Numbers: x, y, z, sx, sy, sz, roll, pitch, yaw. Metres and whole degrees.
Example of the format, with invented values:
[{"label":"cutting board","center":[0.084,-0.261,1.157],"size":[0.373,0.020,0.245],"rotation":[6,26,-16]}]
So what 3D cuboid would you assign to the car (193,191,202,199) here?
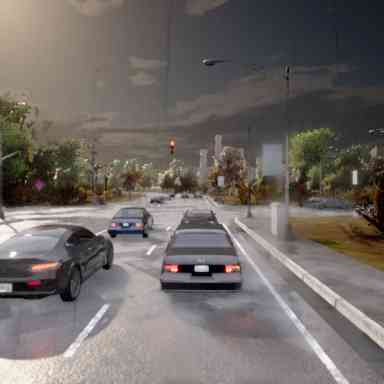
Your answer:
[{"label":"car","center":[1.679,0.978,85.845],"size":[1.812,1.442,4.674],"rotation":[0,1,1]}]

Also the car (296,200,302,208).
[{"label":"car","center":[15.902,1.329,42.457],"size":[5.008,1.535,1.882],"rotation":[0,0,-2]}]

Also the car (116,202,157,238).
[{"label":"car","center":[-3.091,1.505,17.476],"size":[2.033,1.411,5.357],"rotation":[0,0,-2]}]

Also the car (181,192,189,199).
[{"label":"car","center":[-1.826,1.049,85.597],"size":[1.895,1.301,4.718],"rotation":[0,1,1]}]

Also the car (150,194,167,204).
[{"label":"car","center":[-5.992,1.338,56.700],"size":[2.033,1.411,5.357],"rotation":[0,0,1]}]

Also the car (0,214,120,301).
[{"label":"car","center":[-3.281,1.514,8.152],"size":[1.812,1.442,4.674],"rotation":[0,0,1]}]

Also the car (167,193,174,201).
[{"label":"car","center":[-5.594,1.209,71.950],"size":[1.812,1.442,4.674],"rotation":[0,1,1]}]

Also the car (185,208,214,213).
[{"label":"car","center":[0.414,1.554,18.539],"size":[1.895,1.301,4.718],"rotation":[0,0,2]}]

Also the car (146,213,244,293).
[{"label":"car","center":[0.228,1.534,8.989],"size":[2.033,1.411,5.357],"rotation":[0,0,1]}]

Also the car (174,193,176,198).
[{"label":"car","center":[-5.321,0.884,87.358],"size":[2.033,1.411,5.357],"rotation":[0,1,1]}]

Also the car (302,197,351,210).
[{"label":"car","center":[16.205,1.413,38.967],"size":[5.357,1.411,2.033],"rotation":[0,0,-2]}]
